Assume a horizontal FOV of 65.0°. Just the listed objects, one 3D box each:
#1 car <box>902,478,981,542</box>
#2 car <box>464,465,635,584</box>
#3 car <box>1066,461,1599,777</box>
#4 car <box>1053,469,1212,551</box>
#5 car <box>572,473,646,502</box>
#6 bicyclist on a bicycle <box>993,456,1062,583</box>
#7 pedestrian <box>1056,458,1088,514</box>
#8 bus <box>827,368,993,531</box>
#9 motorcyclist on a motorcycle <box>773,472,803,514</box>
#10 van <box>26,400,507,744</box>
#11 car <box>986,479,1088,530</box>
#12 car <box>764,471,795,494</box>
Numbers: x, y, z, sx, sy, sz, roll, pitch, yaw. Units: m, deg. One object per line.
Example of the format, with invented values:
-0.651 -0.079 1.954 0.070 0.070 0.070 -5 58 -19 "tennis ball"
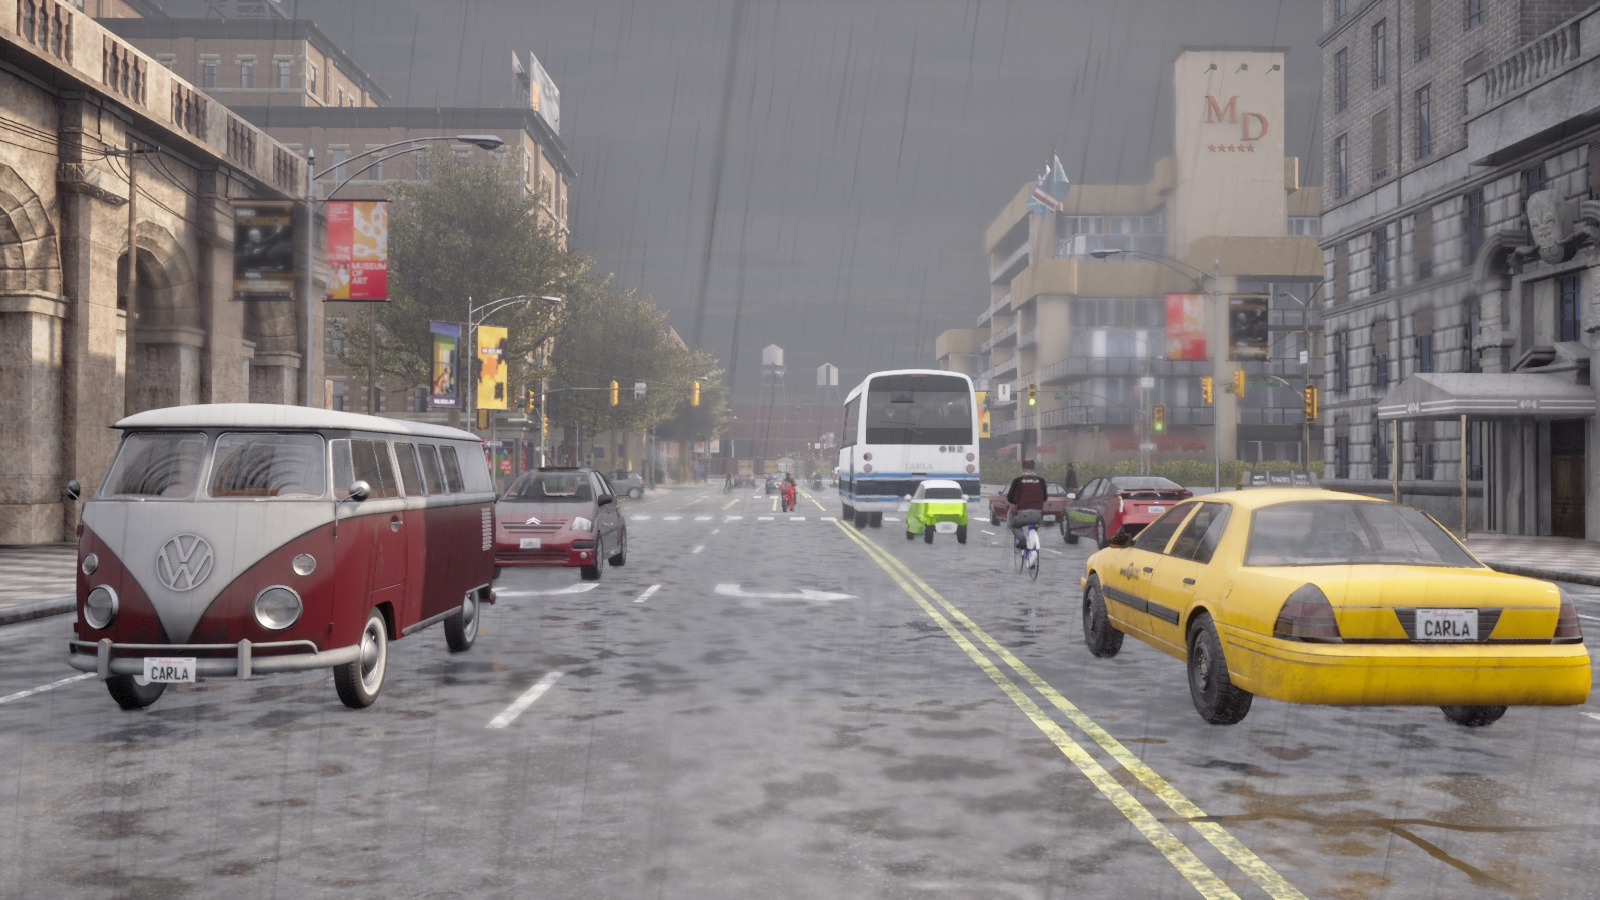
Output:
3.175 1.334 28.463 1.481 1.376 2.207 0 -1 -1 "car"
-3.690 1.049 19.162 1.851 1.617 3.988 0 -1 -1 "car"
3.397 0.891 8.986 1.801 1.575 5.366 0 -1 0 "car"
6.722 1.169 25.914 2.007 1.525 4.514 0 -1 -1 "car"
-10.005 1.975 66.035 3.633 1.501 1.845 0 -1 -1 "car"
3.320 0.981 18.471 0.659 1.776 1.843 0 -1 -1 "bicyclist on a bicycle"
8.988 1.179 41.514 0.899 1.844 0.634 0 -1 1 "pedestrian"
2.988 0.063 38.003 3.944 4.253 10.273 0 -1 -1 "bus"
-0.445 1.583 46.837 0.797 1.523 2.044 1 -1 9 "motorcyclist on a motorcycle"
-3.607 0.741 9.502 1.775 1.987 4.442 0 -1 -1 "van"
6.547 1.479 35.240 1.895 1.301 4.718 0 -1 -1 "car"
-1.442 2.247 87.812 2.128 1.511 4.902 0 -1 -1 "car"
